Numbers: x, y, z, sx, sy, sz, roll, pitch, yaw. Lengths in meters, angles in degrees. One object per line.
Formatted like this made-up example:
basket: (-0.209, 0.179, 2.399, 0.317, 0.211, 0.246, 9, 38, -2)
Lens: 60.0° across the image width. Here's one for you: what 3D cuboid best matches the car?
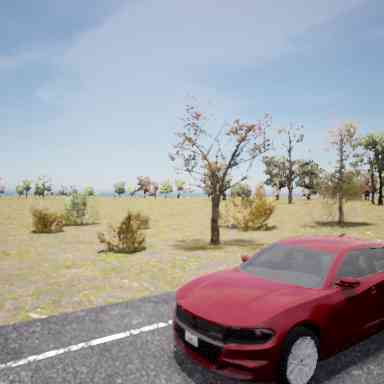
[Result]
car: (2.025, 1.494, 5.438, 5.008, 1.535, 1.882, 0, 0, -36)
